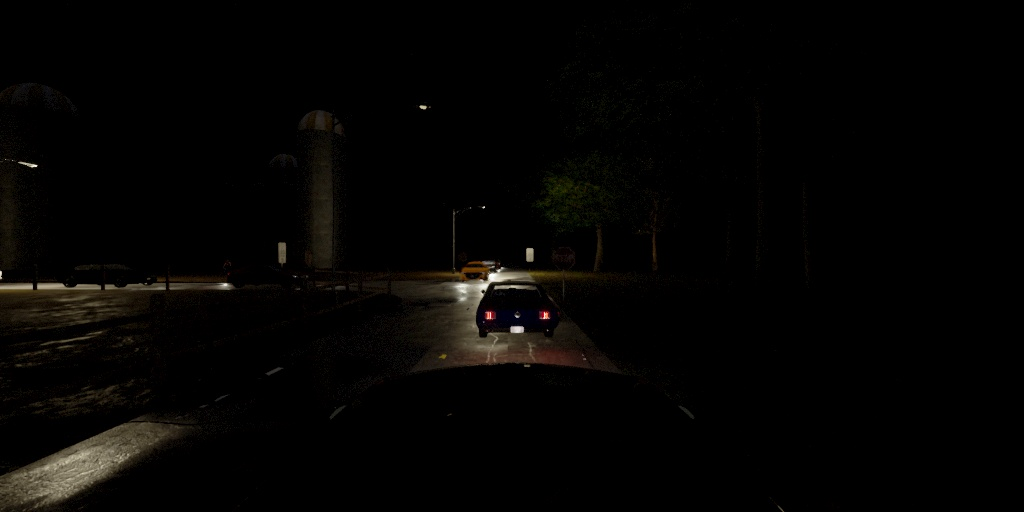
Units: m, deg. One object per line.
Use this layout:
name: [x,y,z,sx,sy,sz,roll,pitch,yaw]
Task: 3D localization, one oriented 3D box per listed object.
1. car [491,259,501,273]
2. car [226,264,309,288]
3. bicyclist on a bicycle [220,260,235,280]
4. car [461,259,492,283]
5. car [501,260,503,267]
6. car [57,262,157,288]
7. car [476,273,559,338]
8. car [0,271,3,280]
car: [-2.834,1.286,43.909,2.128,1.511,4.902,0,0,0]
car: [-15.495,1.240,22.844,4.674,1.442,1.812,0,0,-2]
bicyclist on a bicycle: [-22.734,1.135,28.724,0.582,1.620,1.656,0,0,0]
car: [-2.844,1.228,28.334,1.882,1.535,5.008,0,0,0]
car: [-2.815,1.211,56.698,2.097,1.767,4.553,0,0,0]
car: [-25.541,1.168,22.726,5.008,1.535,1.882,0,0,0]
car: [0.060,1.350,10.201,1.895,1.301,4.718,0,0,-2]
car: [-36.095,0.889,22.654,5.566,2.045,2.150,0,0,0]
